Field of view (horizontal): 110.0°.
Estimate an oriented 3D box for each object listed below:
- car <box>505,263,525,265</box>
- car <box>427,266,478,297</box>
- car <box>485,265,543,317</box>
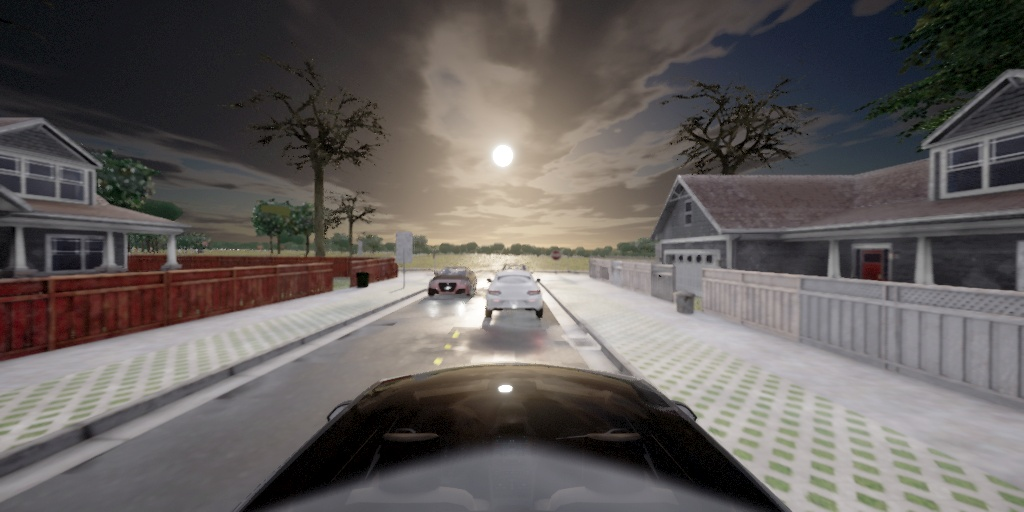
[{"bbox_3d":[0.264,1.188,25.737,1.895,1.301,4.718,0,0,5],"label":"car"},{"bbox_3d":[-2.822,1.203,17.746,1.994,1.385,4.181,0,0,0],"label":"car"},{"bbox_3d":[0.064,1.200,12.593,1.812,1.442,4.674,0,0,0],"label":"car"}]
